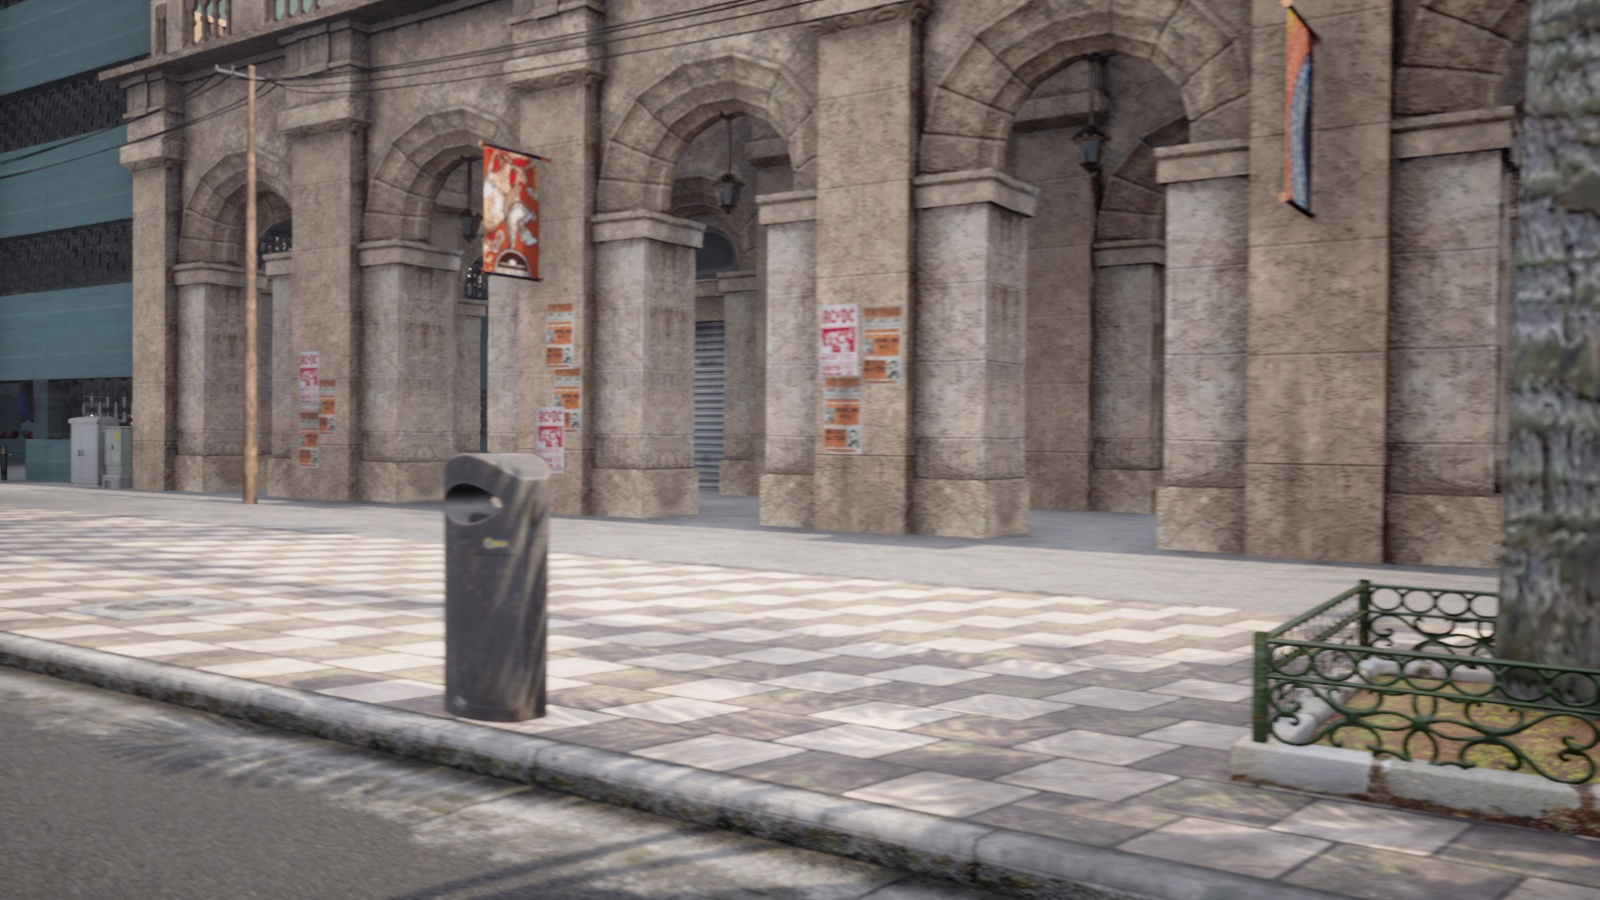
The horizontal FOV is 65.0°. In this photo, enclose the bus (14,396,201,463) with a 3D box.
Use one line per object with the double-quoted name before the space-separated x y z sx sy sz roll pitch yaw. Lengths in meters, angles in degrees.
"bus" -46.288 -1.379 84.386 3.944 4.253 10.273 0 1 34
